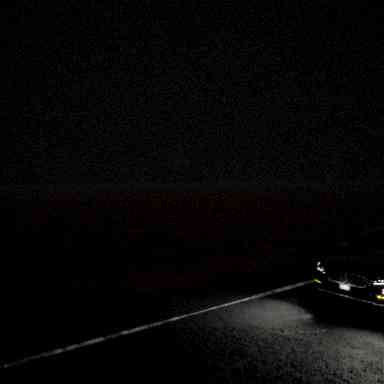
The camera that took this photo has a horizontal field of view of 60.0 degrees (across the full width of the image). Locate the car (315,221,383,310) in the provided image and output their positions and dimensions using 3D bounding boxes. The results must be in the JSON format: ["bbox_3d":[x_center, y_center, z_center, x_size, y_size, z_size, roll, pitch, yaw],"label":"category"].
[{"bbox_3d":[4.700,1.421,7.346,4.892,1.490,1.837,-1,0,-36],"label":"car"}]
